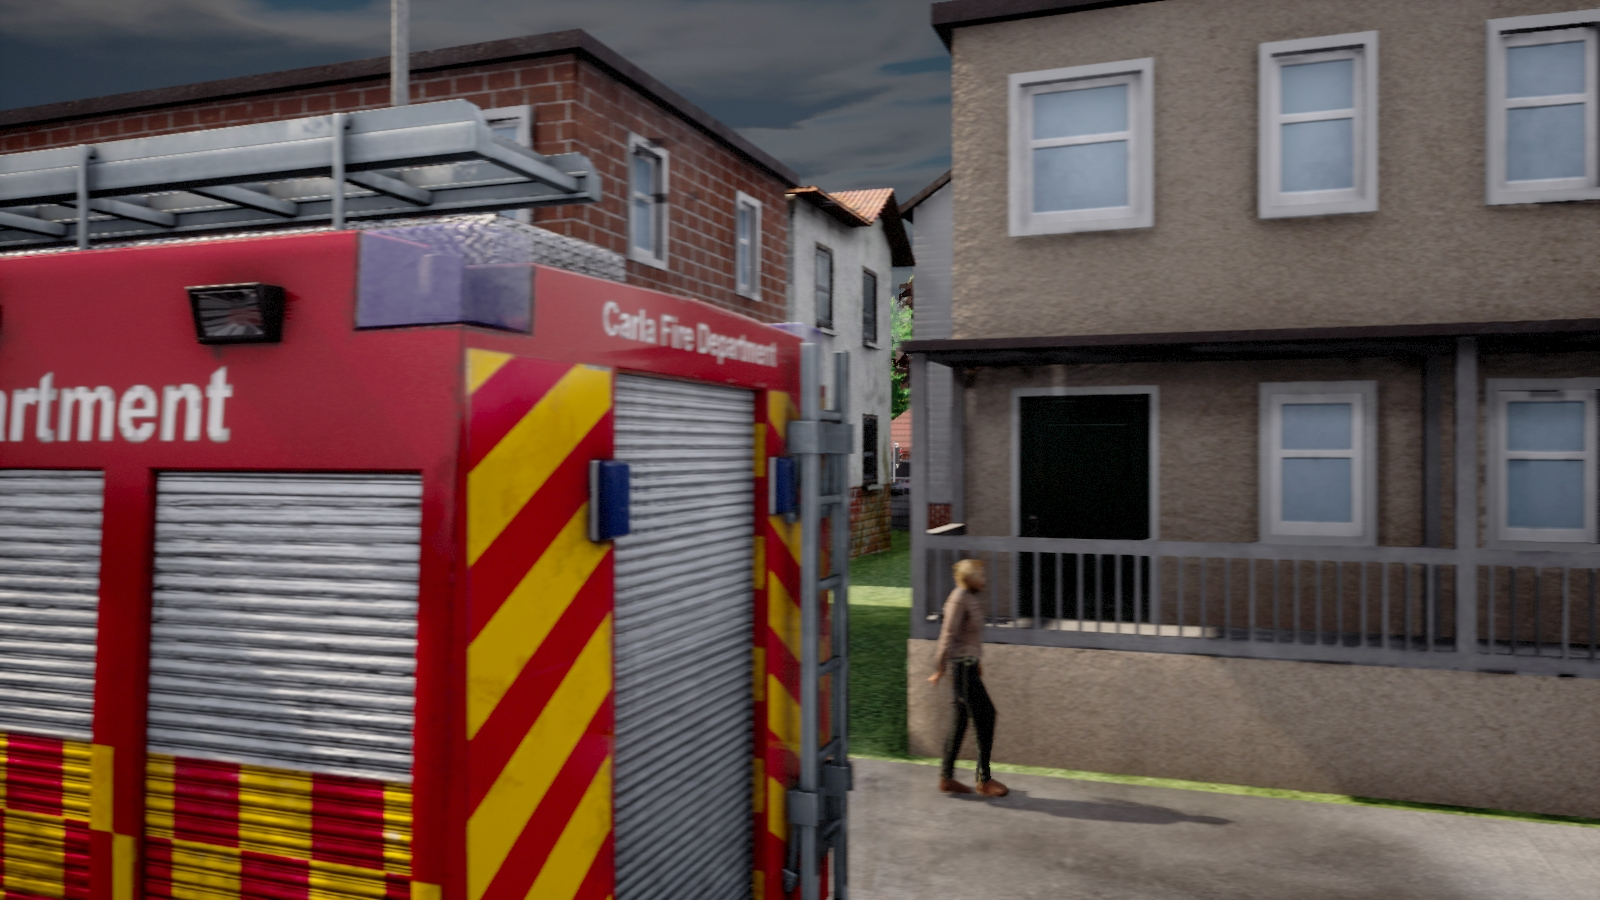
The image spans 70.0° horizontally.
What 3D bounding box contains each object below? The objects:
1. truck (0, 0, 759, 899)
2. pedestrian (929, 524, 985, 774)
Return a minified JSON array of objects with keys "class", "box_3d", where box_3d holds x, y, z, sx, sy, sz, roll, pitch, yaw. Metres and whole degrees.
[{"class":"truck","box_3d":[-4.667,0.671,5.480,8.468,3.827,2.891,0,0,20]},{"class":"pedestrian","box_3d":[1.225,1.524,8.899,0.375,1.860,0.375,0,0,18]}]
